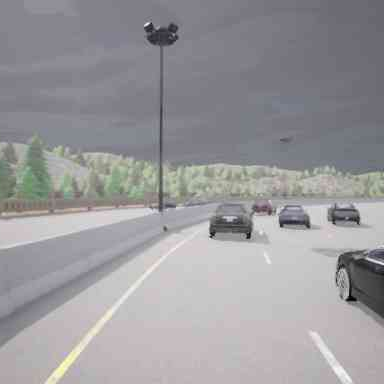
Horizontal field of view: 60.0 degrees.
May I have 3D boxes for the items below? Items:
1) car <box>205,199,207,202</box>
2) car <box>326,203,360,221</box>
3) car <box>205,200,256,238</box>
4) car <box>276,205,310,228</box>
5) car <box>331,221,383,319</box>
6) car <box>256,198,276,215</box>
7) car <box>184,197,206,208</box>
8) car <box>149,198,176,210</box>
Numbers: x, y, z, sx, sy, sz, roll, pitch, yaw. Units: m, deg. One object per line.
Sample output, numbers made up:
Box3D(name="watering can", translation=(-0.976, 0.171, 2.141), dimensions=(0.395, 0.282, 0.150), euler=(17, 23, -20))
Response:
Box3D(name="car", translation=(3.990, 1.719, 44.353), dimensions=(1.895, 1.301, 4.718), euler=(0, 0, 28))
Box3D(name="car", translation=(11.193, 1.559, 24.759), dimensions=(2.128, 1.511, 4.902), euler=(0, 0, 17))
Box3D(name="car", translation=(2.258, 1.378, 18.178), dimensions=(2.097, 1.767, 4.553), euler=(0, 0, 12))
Box3D(name="car", translation=(7.055, 1.616, 23.055), dimensions=(1.994, 1.385, 4.181), euler=(0, 0, 16))
Box3D(name="car", translation=(3.940, 1.512, 5.366), dimensions=(2.128, 1.511, 4.902), euler=(0, 0, 4))
Box3D(name="car", translation=(7.688, 1.441, 35.263), dimensions=(2.097, 1.767, 4.553), euler=(0, 0, 23))
Box3D(name="car", translation=(0.665, 1.466, 45.375), dimensions=(2.097, 1.767, 4.553), euler=(0, 0, 27))
Box3D(name="car", translation=(-3.841, 1.588, 44.207), dimensions=(2.128, 1.511, 4.902), euler=(0, 0, 26))
